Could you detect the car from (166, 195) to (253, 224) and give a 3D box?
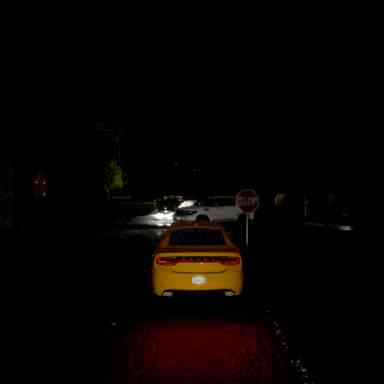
[{"bbox_3d":[1.459,1.235,21.417,5.566,2.045,2.150,0,0,-34],"label":"car"}]

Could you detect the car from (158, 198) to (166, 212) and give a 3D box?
[{"bbox_3d":[-2.809,1.491,38.142,2.128,1.511,4.902,0,0,1],"label":"car"}]

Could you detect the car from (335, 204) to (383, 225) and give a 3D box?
[{"bbox_3d":[13.217,1.636,24.620,5.008,1.535,1.882,0,-1,-1],"label":"car"}]

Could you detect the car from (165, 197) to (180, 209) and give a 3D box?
[{"bbox_3d":[-2.763,1.524,47.194,1.812,1.442,4.674,0,0,0],"label":"car"}]

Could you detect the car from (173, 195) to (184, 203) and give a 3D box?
[{"bbox_3d":[-2.668,1.471,67.592,1.882,1.535,5.008,0,0,0],"label":"car"}]

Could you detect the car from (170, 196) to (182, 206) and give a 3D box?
[{"bbox_3d":[-2.723,1.522,57.101,1.812,1.442,4.674,0,0,1],"label":"car"}]

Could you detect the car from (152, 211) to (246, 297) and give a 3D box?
[{"bbox_3d":[0.078,1.479,8.625,1.882,1.535,5.008,0,0,-1],"label":"car"}]
